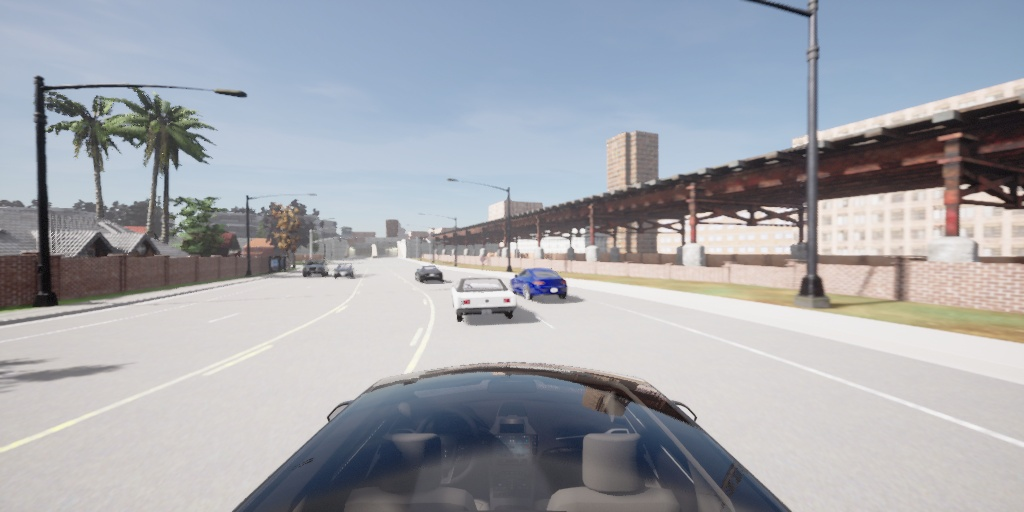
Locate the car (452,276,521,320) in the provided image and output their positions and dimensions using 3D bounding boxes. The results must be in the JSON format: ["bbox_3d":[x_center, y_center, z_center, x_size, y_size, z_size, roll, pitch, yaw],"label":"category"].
[{"bbox_3d":[-1.189,1.400,12.932,1.895,1.301,4.718,-1,0,-11],"label":"car"}]

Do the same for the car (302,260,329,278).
[{"bbox_3d":[-23.038,1.448,42.233,2.150,2.045,5.566,-1,0,-21],"label":"car"}]

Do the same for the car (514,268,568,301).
[{"bbox_3d":[1.193,1.302,17.586,1.812,1.442,4.674,0,0,-15],"label":"car"}]

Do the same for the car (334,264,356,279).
[{"bbox_3d":[-17.568,1.619,37.780,2.128,1.511,4.902,-1,0,-21],"label":"car"}]

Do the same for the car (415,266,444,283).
[{"bbox_3d":[-7.109,1.501,30.582,1.994,1.385,4.181,-1,0,-21],"label":"car"}]
